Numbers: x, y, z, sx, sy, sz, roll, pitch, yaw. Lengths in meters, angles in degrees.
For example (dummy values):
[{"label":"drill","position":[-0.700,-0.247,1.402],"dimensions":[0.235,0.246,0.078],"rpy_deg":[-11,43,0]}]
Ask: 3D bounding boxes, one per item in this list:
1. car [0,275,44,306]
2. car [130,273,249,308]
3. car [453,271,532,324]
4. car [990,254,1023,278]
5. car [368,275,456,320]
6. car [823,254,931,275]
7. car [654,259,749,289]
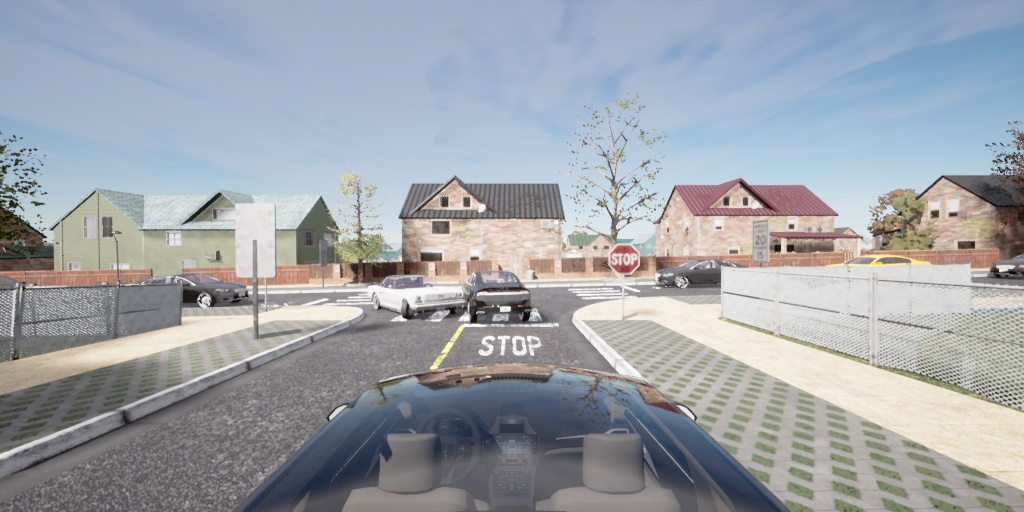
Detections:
[{"label":"car","position":[-24.239,1.645,16.477],"dimensions":[4.553,1.767,2.097],"rpy_deg":[-1,1,0]},{"label":"car","position":[-14.902,1.564,16.517],"dimensions":[4.902,1.511,2.128],"rpy_deg":[-1,1,0]},{"label":"car","position":[-0.685,1.241,12.162],"dimensions":[2.128,1.511,4.902],"rpy_deg":[0,0,-12]},{"label":"car","position":[29.386,0.475,19.643],"dimensions":[4.902,1.511,2.128],"rpy_deg":[-1,1,0]},{"label":"car","position":[-3.602,1.366,13.022],"dimensions":[1.895,1.301,4.718],"rpy_deg":[0,0,-38]},{"label":"car","position":[19.761,0.687,19.606],"dimensions":[5.008,1.535,1.882],"rpy_deg":[-1,1,-1]},{"label":"car","position":[10.331,0.922,19.570],"dimensions":[4.902,1.511,2.128],"rpy_deg":[-1,1,0]}]
